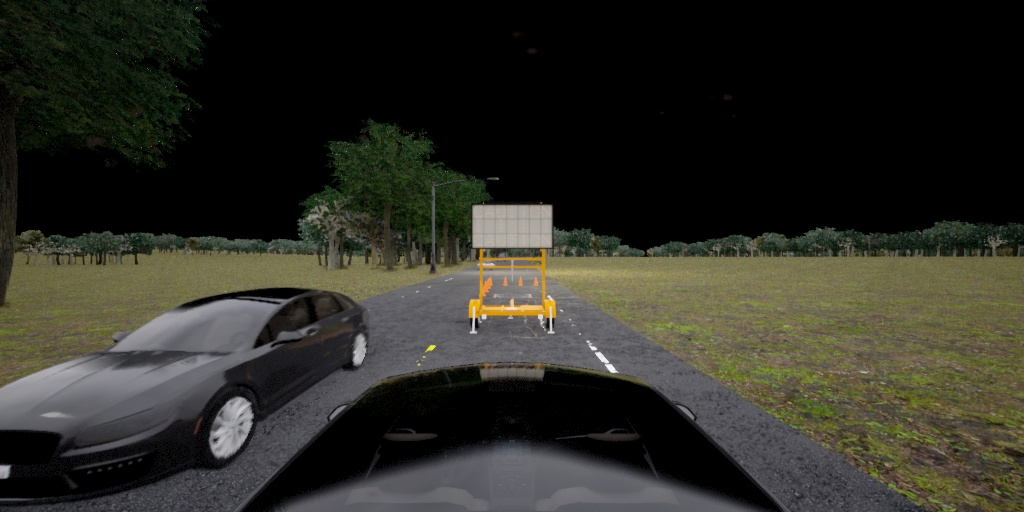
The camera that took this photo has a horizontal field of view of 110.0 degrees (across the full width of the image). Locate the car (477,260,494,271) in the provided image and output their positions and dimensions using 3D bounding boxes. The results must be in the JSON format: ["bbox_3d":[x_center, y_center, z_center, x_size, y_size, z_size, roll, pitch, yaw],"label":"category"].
[{"bbox_3d":[-3.373,1.223,45.588,1.895,1.301,4.718,0,0,1],"label":"car"}]

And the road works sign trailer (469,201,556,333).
[{"bbox_3d":[0.012,0.199,10.614,2.380,3.560,2.880,0,0,0],"label":"road works sign trailer"}]

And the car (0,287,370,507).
[{"bbox_3d":[-3.593,1.252,4.928,1.837,1.490,4.892,0,0,0],"label":"car"}]
